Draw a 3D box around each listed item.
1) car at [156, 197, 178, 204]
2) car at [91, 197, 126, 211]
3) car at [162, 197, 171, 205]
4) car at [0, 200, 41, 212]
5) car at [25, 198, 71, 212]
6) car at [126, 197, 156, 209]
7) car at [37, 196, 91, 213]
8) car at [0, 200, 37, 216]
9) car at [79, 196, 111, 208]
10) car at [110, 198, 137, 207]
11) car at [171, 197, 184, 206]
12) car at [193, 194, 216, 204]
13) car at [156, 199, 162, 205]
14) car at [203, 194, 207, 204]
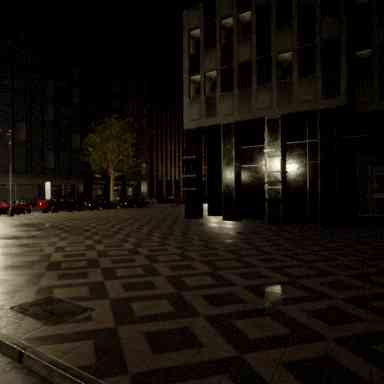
[{"bbox_3d":[-4.703,1.574,63.231,1.947,1.339,4.313,-1,0,35],"label":"car"},{"bbox_3d":[-10.547,1.524,39.831,1.947,1.339,4.313,-1,0,35],"label":"car"},{"bbox_3d":[-3.960,1.580,59.305,1.895,1.301,4.718,-1,0,35],"label":"car"},{"bbox_3d":[-20.763,1.642,40.055,1.947,1.339,4.313,-1,0,35],"label":"car"},{"bbox_3d":[-17.297,1.541,40.220,1.837,1.490,4.892,-1,0,35],"label":"car"},{"bbox_3d":[-7.336,1.509,44.465,1.947,1.339,4.313,-1,0,35],"label":"car"},{"bbox_3d":[-13.761,1.290,35.198,2.192,1.841,5.009,-1,0,35],"label":"car"},{"bbox_3d":[-16.970,1.576,30.562,1.802,1.307,4.206,-1,0,35],"label":"car"},{"bbox_3d":[-14.341,1.484,49.325,1.967,1.590,4.097,-1,0,35],"label":"car"},{"bbox_3d":[-11.127,1.612,53.960,1.802,1.307,4.206,-1,0,35],"label":"car"},{"bbox_3d":[-0.913,1.462,53.735,1.887,1.381,4.507,-1,0,35],"label":"car"},{"bbox_3d":[2.381,1.283,63.018,2.097,1.767,4.553,-1,0,35],"label":"car"},{"bbox_3d":[-8.012,1.544,58.455,1.752,1.417,4.829,-1,0,35],"label":"car"},{"bbox_3d":[2.298,1.222,58.371,2.192,1.841,5.009,-1,0,35],"label":"car"}]
